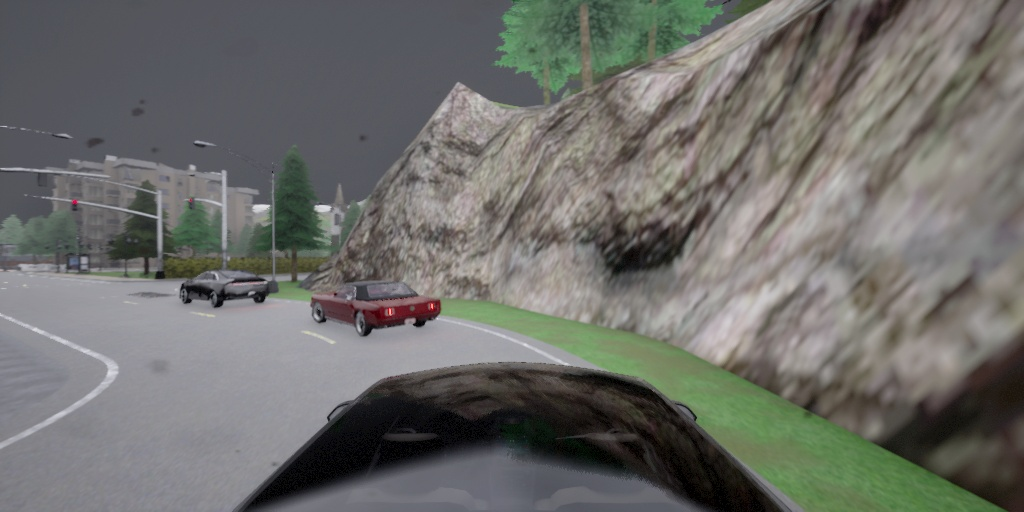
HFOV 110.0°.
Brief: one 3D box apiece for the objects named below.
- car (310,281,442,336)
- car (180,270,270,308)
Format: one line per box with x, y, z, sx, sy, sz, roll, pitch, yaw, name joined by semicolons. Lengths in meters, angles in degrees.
-4.214;1.390;10.595;4.718;1.301;1.895;0;0;42;car
-12.781;1.351;15.893;4.902;1.511;2.128;0;0;30;car
